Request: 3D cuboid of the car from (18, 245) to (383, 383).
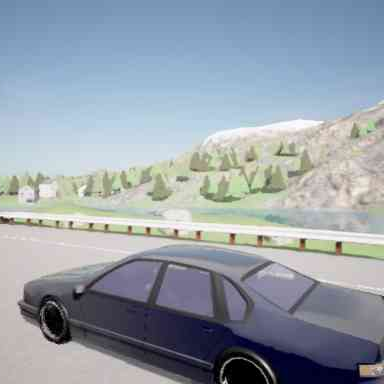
[{"bbox_3d":[-0.143,1.500,4.681,5.357,1.411,2.033,0,1,32],"label":"car"}]
